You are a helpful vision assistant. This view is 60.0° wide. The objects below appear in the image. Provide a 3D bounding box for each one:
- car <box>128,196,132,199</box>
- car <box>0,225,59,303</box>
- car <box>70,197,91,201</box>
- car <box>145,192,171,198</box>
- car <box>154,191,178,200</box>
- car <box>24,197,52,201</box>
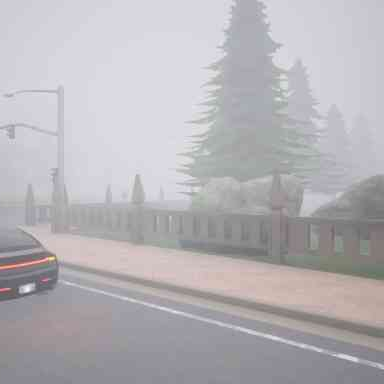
[{"bbox_3d":[-10.710,1.035,66.466,1.837,1.490,4.892,0,3,36],"label":"car"},{"bbox_3d":[-4.960,1.505,7.473,4.892,1.490,1.837,0,0,36],"label":"car"},{"bbox_3d":[-17.522,1.548,50.957,2.033,1.411,5.357,0,0,35],"label":"car"},{"bbox_3d":[-6.405,1.187,60.494,1.812,1.442,4.674,0,3,36],"label":"car"},{"bbox_3d":[-5.270,0.717,68.034,2.128,1.511,4.902,0,4,36],"label":"car"},{"bbox_3d":[-18.867,1.564,43.068,1.994,1.385,4.181,0,0,36],"label":"car"}]
